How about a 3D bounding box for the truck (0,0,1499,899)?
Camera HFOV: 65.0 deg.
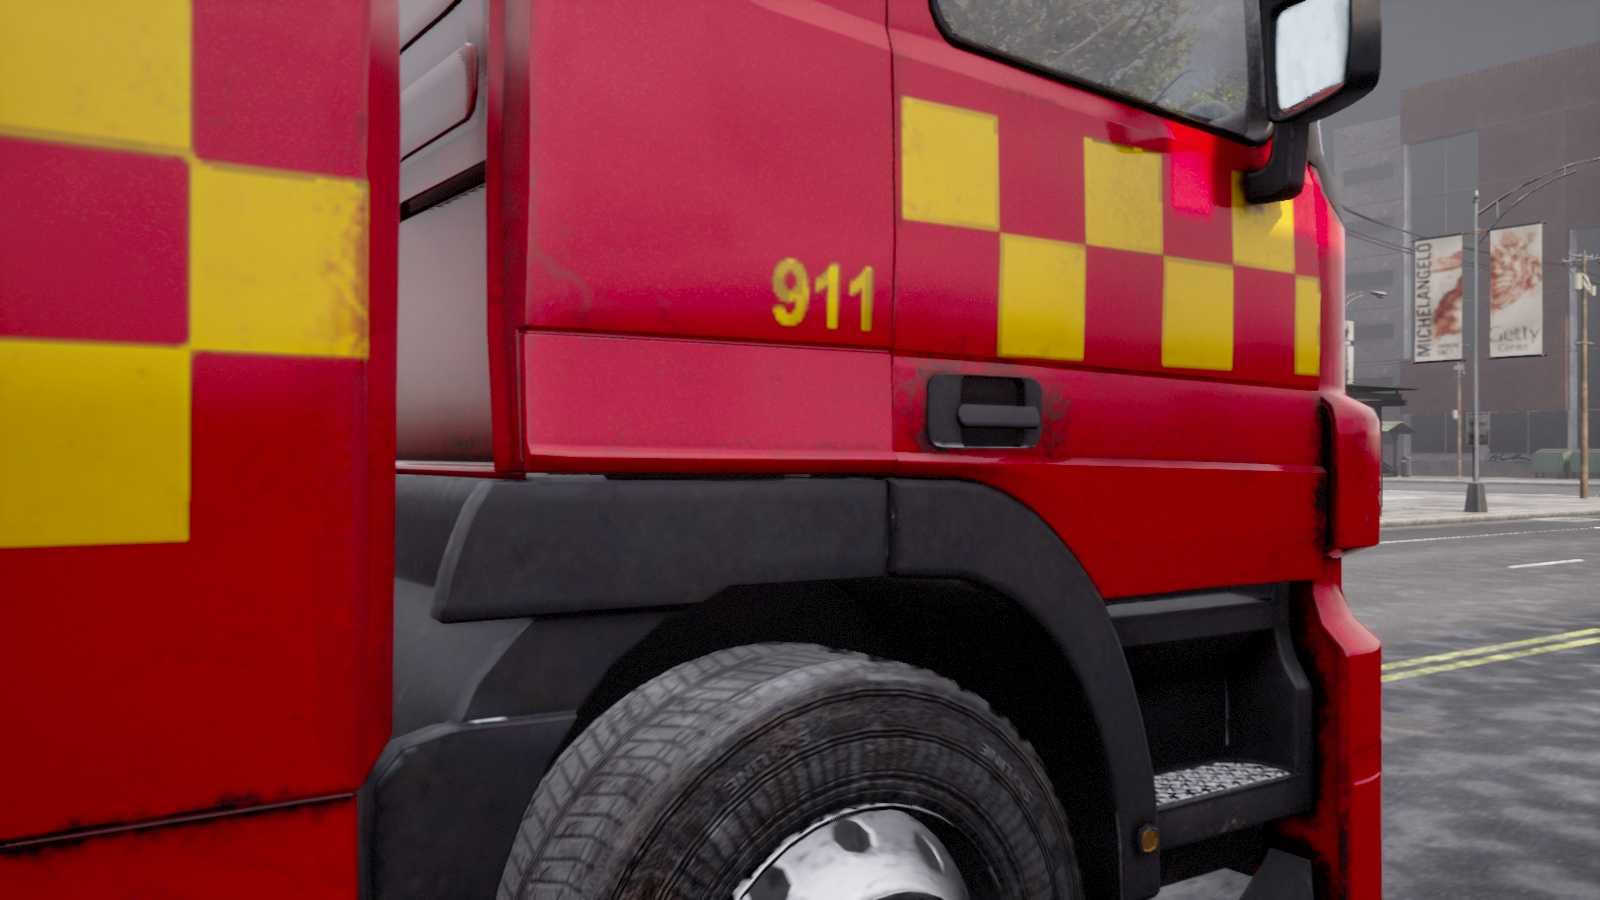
[{"bbox_3d":[-2.583,-0.410,1.865,8.468,3.827,2.891,0,0,-35],"label":"truck"}]
